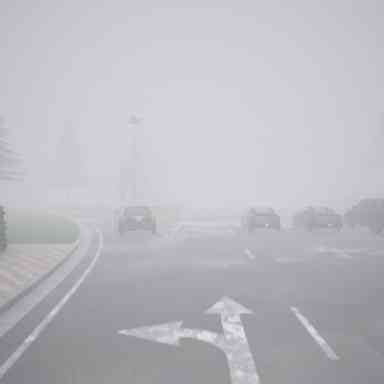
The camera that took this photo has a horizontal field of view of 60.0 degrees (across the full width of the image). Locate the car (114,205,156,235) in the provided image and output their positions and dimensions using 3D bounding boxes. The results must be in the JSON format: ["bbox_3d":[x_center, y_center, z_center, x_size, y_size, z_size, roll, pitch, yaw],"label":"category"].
[{"bbox_3d":[-3.623,1.571,20.585,2.097,1.767,4.553,0,-1,-18],"label":"car"}]

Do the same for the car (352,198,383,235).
[{"bbox_3d":[11.260,1.373,20.074,2.150,2.045,5.566,0,-1,2],"label":"car"}]

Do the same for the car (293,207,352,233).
[{"bbox_3d":[7.787,1.667,21.026,2.128,1.511,4.902,0,-1,2],"label":"car"}]

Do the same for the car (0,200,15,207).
[{"bbox_3d":[-36.737,2.336,65.681,5.357,1.411,2.033,-1,-1,42],"label":"car"}]

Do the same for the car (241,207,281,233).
[{"bbox_3d":[4.289,1.683,21.126,2.128,1.511,4.902,0,-1,2],"label":"car"}]
